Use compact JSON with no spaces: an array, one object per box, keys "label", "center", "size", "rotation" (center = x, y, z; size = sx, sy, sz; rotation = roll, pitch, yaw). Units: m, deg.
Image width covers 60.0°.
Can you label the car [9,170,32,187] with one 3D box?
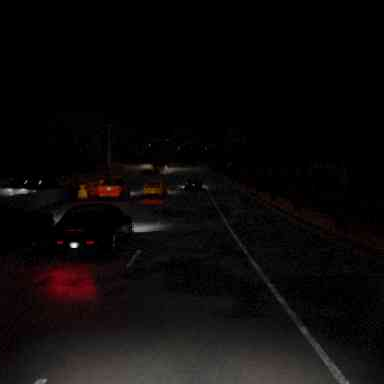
[{"label":"car","center":[-20.900,-1.753,42.389],"size":[2.150,2.045,5.566],"rotation":[0,5,1]}]

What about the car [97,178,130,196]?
[{"label":"car","center":[-6.864,-0.412,29.546],"size":[2.097,1.767,4.553],"rotation":[0,5,0]}]

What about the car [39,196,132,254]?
[{"label":"car","center":[-3.396,1.159,11.996],"size":[1.837,1.490,4.892],"rotation":[0,3,0]}]

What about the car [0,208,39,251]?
[{"label":"car","center":[-6.896,1.236,12.327],"size":[1.895,1.301,4.718],"rotation":[0,3,0]}]

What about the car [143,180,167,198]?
[{"label":"car","center":[-3.361,-0.401,30.781],"size":[1.882,1.535,5.008],"rotation":[0,5,0]}]

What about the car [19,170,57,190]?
[{"label":"car","center":[-17.461,-1.241,38.433],"size":[2.097,1.767,4.553],"rotation":[0,5,1]}]

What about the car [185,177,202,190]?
[{"label":"car","center":[0.178,-0.989,38.014],"size":[1.994,1.385,4.181],"rotation":[0,5,0]}]
